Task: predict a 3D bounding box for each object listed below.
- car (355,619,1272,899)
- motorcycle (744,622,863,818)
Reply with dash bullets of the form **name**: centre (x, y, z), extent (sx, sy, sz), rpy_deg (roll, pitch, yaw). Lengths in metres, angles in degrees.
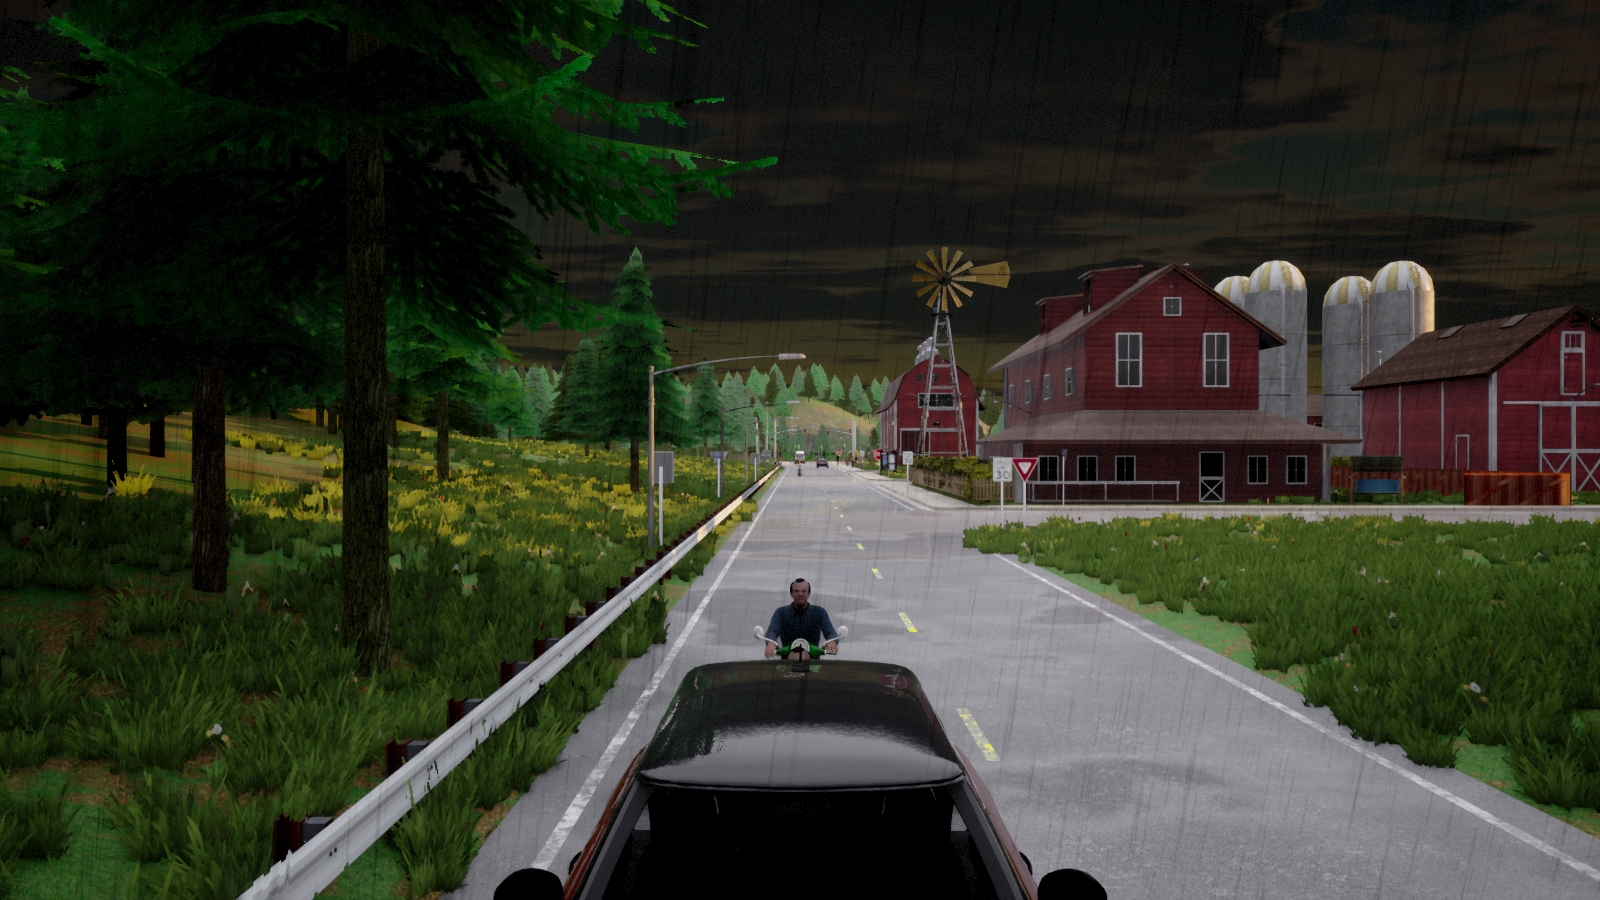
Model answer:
- **car**: centre (0.032, 1.899, 4.503), extent (2.097, 1.767, 4.553), rpy_deg (0, 0, 0)
- **motorcycle**: centre (0.027, 2.229, 9.842), extent (0.867, 1.251, 2.209), rpy_deg (-2, -3, 0)
